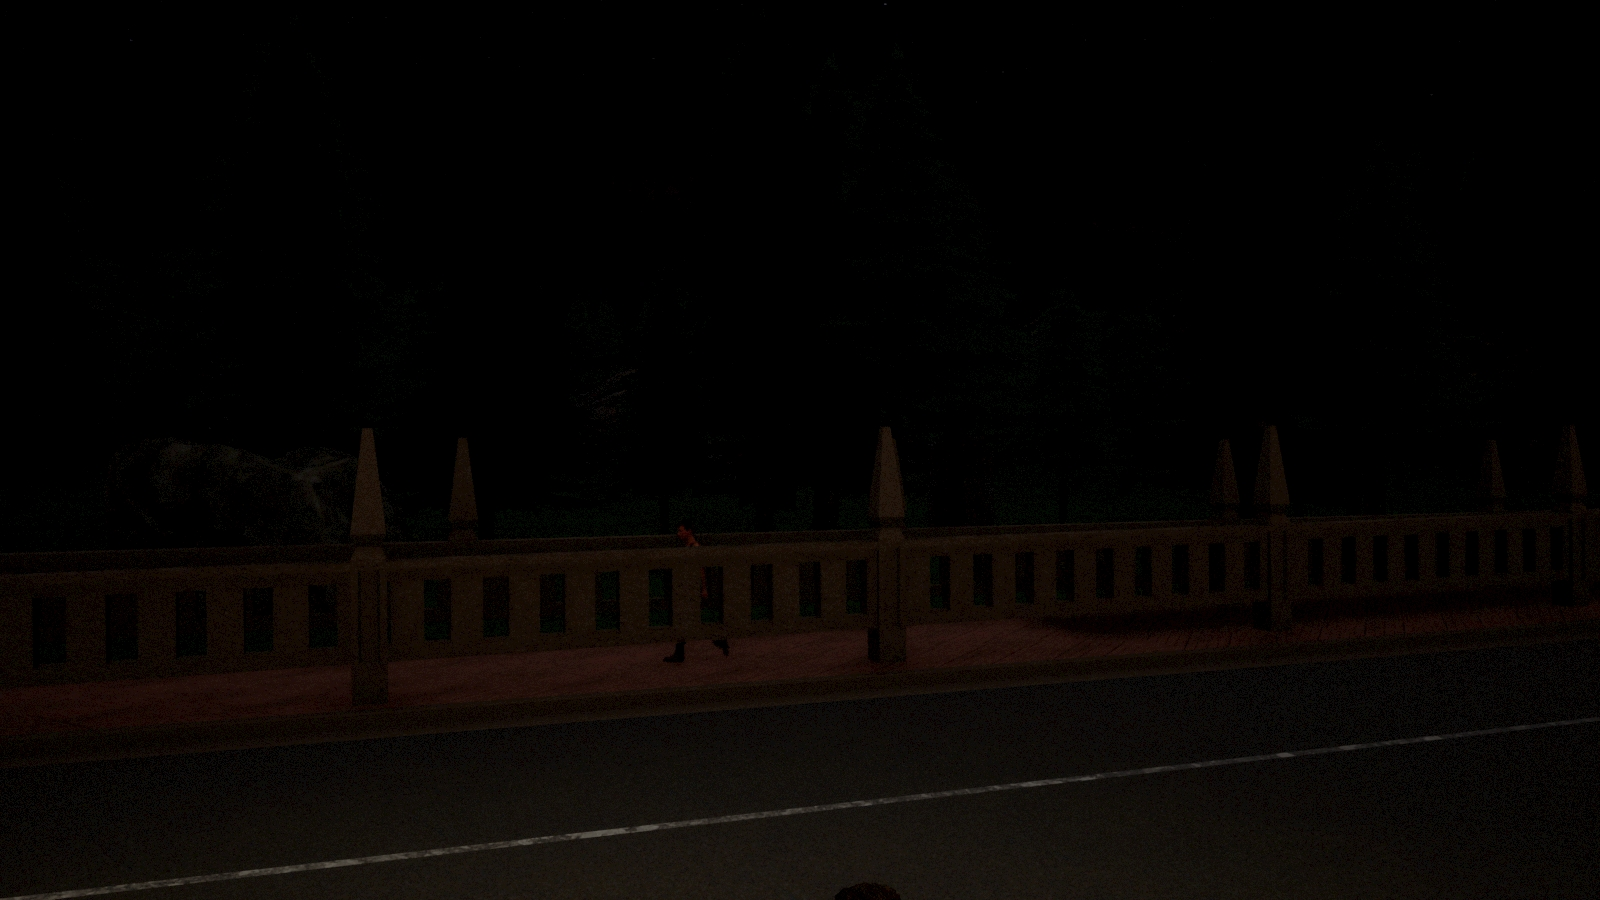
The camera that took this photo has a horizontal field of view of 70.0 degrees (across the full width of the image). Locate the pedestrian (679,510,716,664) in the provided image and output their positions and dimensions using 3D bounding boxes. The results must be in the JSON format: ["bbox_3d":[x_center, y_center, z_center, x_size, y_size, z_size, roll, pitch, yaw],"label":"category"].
[{"bbox_3d":[-1.280,1.694,14.242,0.375,1.860,0.375,0,0,-20],"label":"pedestrian"}]
